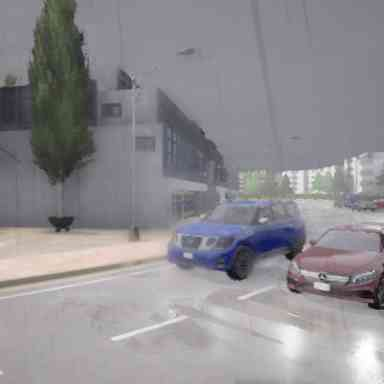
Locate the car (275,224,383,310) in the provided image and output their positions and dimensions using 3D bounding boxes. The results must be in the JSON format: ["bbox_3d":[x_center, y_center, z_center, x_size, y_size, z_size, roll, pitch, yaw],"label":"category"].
[{"bbox_3d":[4.046,1.561,8.148,1.812,1.442,4.674,0,0,42],"label":"car"}]

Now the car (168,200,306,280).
[{"bbox_3d":[1.737,1.289,10.657,2.150,2.045,5.566,0,0,42],"label":"car"}]

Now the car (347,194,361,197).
[{"bbox_3d":[28.657,1.464,59.233,2.150,2.045,5.566,0,0,13],"label":"car"}]

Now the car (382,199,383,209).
[{"bbox_3d":[25.661,1.640,45.176,1.882,1.535,5.008,0,0,12],"label":"car"}]

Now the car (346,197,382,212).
[{"bbox_3d":[21.262,1.710,41.344,2.033,1.411,5.357,0,0,12],"label":"car"}]

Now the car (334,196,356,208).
[{"bbox_3d":[23.470,1.769,51.694,2.033,1.411,5.357,0,0,12],"label":"car"}]
